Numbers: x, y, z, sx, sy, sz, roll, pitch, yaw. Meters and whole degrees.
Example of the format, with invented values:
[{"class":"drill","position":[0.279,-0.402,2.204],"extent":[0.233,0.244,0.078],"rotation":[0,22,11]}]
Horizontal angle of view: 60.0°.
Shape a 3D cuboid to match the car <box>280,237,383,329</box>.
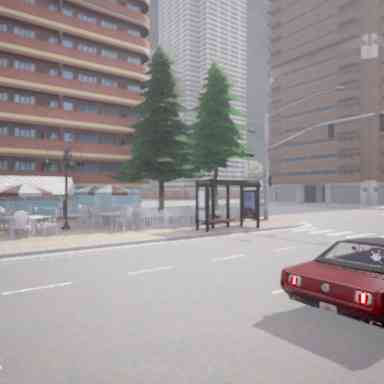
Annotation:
[{"class":"car","position":[4.004,1.575,6.652],"extent":[4.718,1.301,1.895],"rotation":[0,0,-36]}]
